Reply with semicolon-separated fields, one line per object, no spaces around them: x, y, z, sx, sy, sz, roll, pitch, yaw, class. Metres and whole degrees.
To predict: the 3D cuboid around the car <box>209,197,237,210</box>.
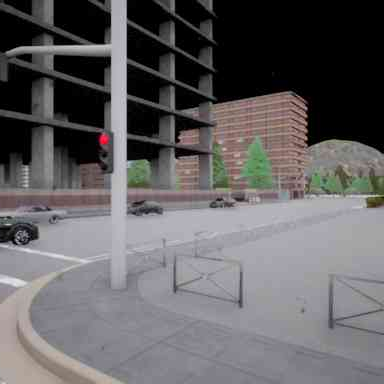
4.032;1.438;42.809;1.837;1.490;4.892;0;0;36;car

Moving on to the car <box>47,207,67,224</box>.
-10.817;1.533;21.886;1.895;1.301;4.718;0;0;35;car

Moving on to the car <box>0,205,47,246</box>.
-8.523;1.295;12.981;2.097;1.767;4.553;0;0;43;car

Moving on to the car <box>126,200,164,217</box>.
-4.496;1.458;30.785;1.812;1.442;4.674;0;0;35;car
